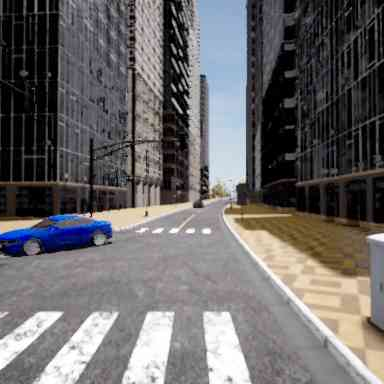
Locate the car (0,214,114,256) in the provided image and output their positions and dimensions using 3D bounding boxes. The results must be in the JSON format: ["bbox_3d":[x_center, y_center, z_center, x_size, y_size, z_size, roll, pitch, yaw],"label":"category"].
[{"bbox_3d":[-5.946,1.816,15.046,1.882,1.535,5.008,0,1,40],"label":"car"}]

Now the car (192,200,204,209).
[{"bbox_3d":[1.207,2.355,63.642,1.882,1.535,5.008,0,0,7],"label":"car"}]
